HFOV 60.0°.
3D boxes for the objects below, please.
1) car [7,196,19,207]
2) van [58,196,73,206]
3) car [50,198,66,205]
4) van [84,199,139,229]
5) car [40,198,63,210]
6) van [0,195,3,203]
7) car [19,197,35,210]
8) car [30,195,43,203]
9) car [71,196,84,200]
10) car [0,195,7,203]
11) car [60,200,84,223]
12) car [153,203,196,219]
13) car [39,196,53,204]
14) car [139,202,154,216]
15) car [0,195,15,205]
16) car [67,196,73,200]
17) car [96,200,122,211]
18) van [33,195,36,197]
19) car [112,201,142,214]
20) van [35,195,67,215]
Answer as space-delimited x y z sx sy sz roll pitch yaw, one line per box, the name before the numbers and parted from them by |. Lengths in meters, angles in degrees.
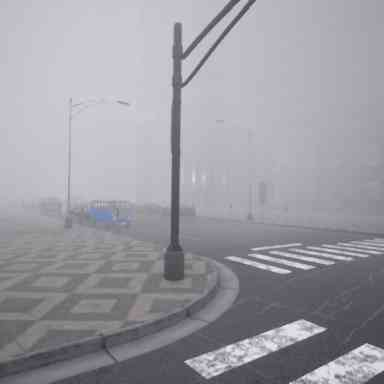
car | -27.553 1.691 52.843 2.008 1.369 4.403 1 -1 -35
van | -23.758 1.652 62.274 1.690 1.788 3.998 1 -1 -35
car | -26.950 1.883 66.783 2.008 1.369 4.403 1 -1 -35
van | -5.231 1.334 21.261 1.690 1.788 3.998 1 -1 -35
car | -19.687 1.656 46.521 1.837 1.490 4.892 1 -1 -35
van | -46.682 1.612 79.918 1.690 1.788 3.998 1 -1 -35
car | -21.176 1.680 43.819 1.802 1.307 4.206 1 -1 -35
car | -39.710 1.734 84.830 2.192 1.841 5.009 1 -1 -35
car | -17.379 1.813 53.249 1.887 1.381 4.507 1 -1 -35
car | -43.493 1.564 75.406 2.192 1.841 5.009 1 -1 -35
car | -8.422 1.558 25.771 1.887 1.381 4.507 1 -1 -35
car | -1.426 1.707 30.693 1.887 1.381 4.507 1 -1 -35
car | -33.330 1.816 75.807 1.967 1.590 4.097 1 -1 -35
car | -4.617 1.727 35.204 1.887 1.381 4.507 1 -1 -35
car | -37.020 1.730 66.241 1.752 1.417 4.829 1 -1 -35
car | -20.567 1.604 57.763 2.192 1.841 5.009 1 -1 -35
car | -11.096 1.751 44.366 1.752 1.417 4.829 1 -1 -35
van | -36.519 1.738 80.318 1.690 1.788 3.998 1 -1 -35
car | -7.807 1.749 39.716 1.887 1.381 4.507 1 -1 -35
van | -14.797 1.396 34.797 1.690 1.788 3.998 1 -1 -35
